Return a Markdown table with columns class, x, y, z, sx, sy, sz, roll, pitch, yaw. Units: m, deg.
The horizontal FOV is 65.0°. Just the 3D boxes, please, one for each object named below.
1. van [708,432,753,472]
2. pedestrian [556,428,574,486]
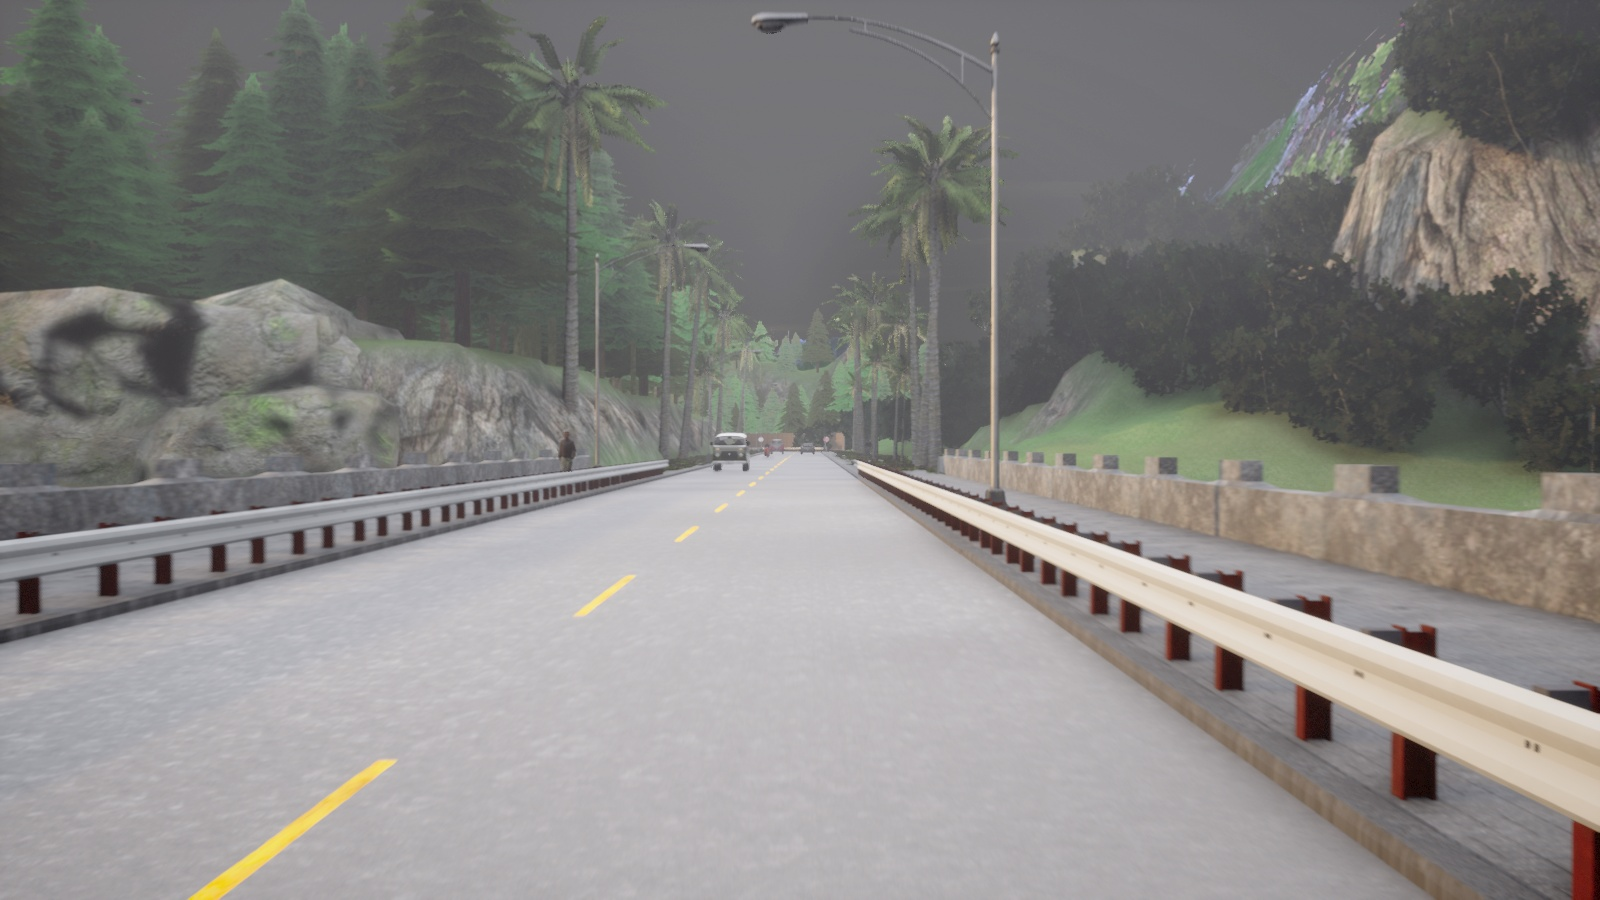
| class | x | y | z | sx | sy | sz | roll | pitch | yaw |
| --- | --- | --- | --- | --- | --- | --- | --- | --- | --- |
| van | -3.613 | 0.100 | 65.786 | 2.069 | 2.038 | 4.480 | 0 | 0 | 0 |
| pedestrian | -7.562 | 0.225 | 40.468 | 0.431 | 1.840 | 0.703 | 0 | 0 | 1 |
